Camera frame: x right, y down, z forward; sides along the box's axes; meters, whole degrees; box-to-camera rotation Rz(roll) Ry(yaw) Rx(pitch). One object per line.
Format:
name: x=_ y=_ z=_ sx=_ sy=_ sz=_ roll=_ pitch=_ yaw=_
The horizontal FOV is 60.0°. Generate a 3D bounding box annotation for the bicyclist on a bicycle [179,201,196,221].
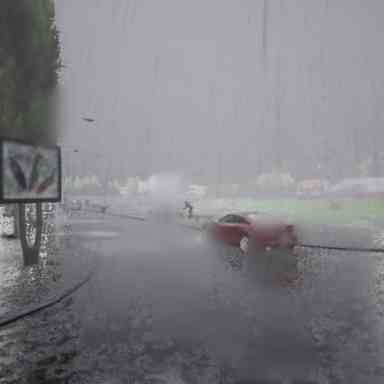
bicyclist on a bicycle: x=-0.341 y=1.520 z=26.829 sx=1.656 sy=1.620 sz=0.582 roll=-1 pitch=0 yaw=-29

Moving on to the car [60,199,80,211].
car: x=-17.964 y=2.088 z=49.563 sx=1.994 sy=1.385 sz=4.181 roll=-1 pitch=0 yaw=-29

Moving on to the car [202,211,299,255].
car: x=2.165 y=1.539 z=13.769 sx=1.882 sy=1.535 sz=5.008 roll=0 pitch=-1 yaw=-25

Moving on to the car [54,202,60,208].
car: x=-22.809 y=1.988 z=58.170 sx=2.097 sy=1.767 sz=4.553 roll=-1 pitch=0 yaw=-29
